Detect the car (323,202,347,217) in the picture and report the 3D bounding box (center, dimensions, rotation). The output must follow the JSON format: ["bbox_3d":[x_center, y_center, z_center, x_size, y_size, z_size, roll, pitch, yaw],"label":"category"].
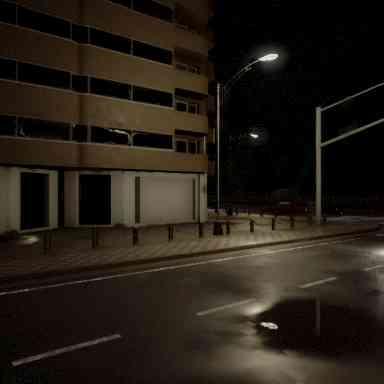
[{"bbox_3d":[12.742,1.656,32.920,1.895,1.301,4.718,0,0,-36],"label":"car"}]

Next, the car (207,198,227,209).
[{"bbox_3d":[2.832,1.581,46.668,1.812,1.442,4.674,0,0,-36],"label":"car"}]

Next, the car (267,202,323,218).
[{"bbox_3d":[9.453,1.656,31.495,1.895,1.301,4.718,0,0,-36],"label":"car"}]
